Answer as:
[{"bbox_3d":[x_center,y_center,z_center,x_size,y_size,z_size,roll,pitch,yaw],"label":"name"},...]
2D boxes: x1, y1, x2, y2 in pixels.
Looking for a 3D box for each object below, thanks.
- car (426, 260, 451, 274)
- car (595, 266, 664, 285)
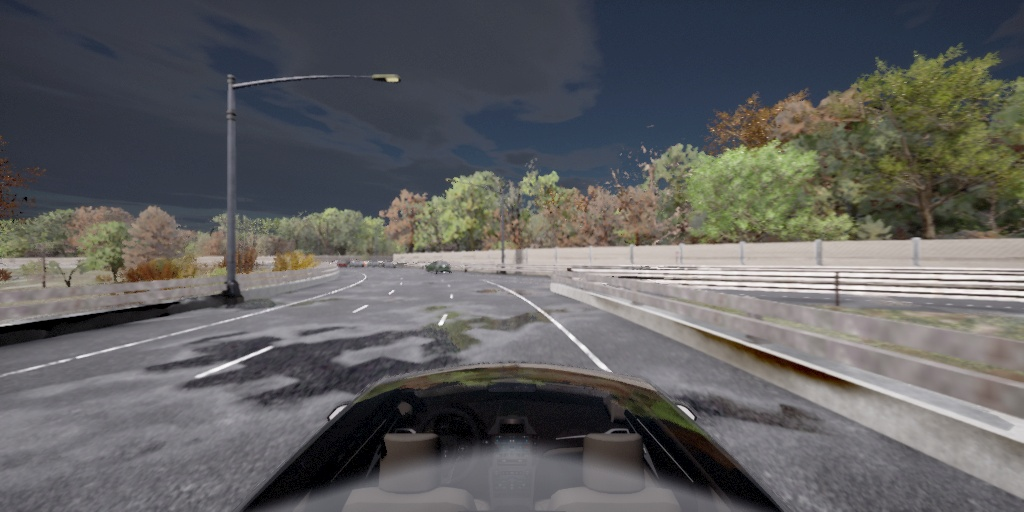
[{"bbox_3d":[-9.661,1.363,46.928,2.097,1.767,4.553,0,0,-31],"label":"car"},{"bbox_3d":[7.730,1.372,24.697,4.718,1.301,1.895,-1,0,39],"label":"car"}]
